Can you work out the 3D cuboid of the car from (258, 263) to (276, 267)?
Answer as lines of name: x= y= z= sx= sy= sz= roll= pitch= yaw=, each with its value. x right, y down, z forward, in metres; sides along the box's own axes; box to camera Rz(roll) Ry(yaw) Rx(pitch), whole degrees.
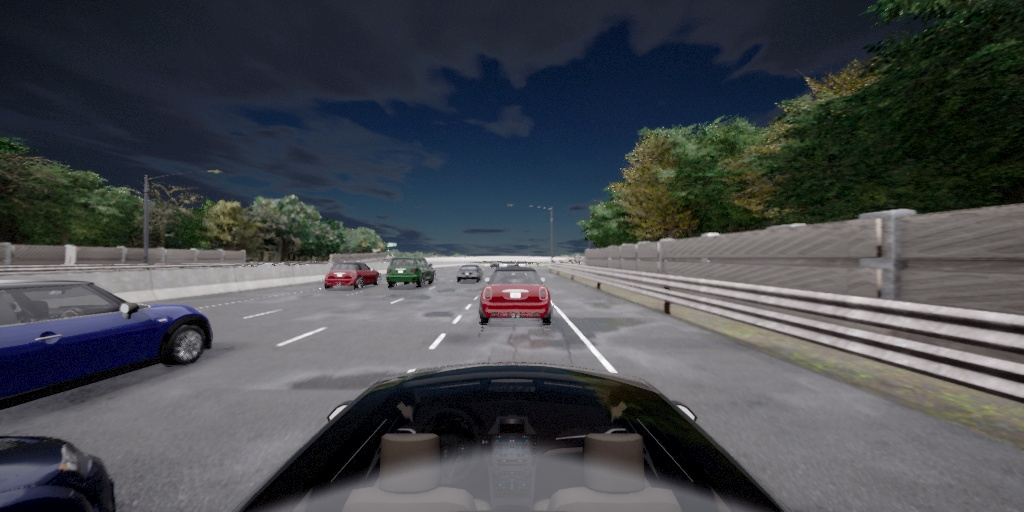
car: x=-28.003 y=1.538 z=41.459 sx=1.812 sy=1.442 sz=4.674 roll=0 pitch=0 yaw=0

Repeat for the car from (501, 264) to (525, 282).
car: x=0.098 y=1.472 z=31.655 sx=1.994 sy=1.385 sz=4.181 roll=0 pitch=0 yaw=0

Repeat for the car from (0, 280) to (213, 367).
car: x=-6.900 y=1.108 z=5.118 sx=2.097 sy=1.767 sz=4.553 roll=0 pitch=0 yaw=0

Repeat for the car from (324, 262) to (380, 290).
car: x=-10.402 y=1.208 z=23.768 sx=2.097 sy=1.767 sz=4.553 roll=0 pitch=0 yaw=0

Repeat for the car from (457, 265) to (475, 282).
car: x=-3.502 y=1.447 z=30.462 sx=2.033 sy=1.411 sz=5.357 roll=0 pitch=0 yaw=0

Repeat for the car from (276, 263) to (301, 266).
car: x=-24.503 y=1.636 z=41.429 sx=1.895 sy=1.301 sz=4.718 roll=0 pitch=0 yaw=0

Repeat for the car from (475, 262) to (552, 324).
car: x=0.099 y=1.136 z=12.197 sx=2.097 sy=1.767 sz=4.553 roll=0 pitch=0 yaw=0

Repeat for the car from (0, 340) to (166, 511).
car: x=-3.500 y=1.312 z=0.480 sx=1.994 sy=1.385 sz=4.181 roll=0 pitch=0 yaw=0

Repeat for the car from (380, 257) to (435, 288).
car: x=-6.901 y=1.086 z=24.904 sx=2.150 sy=2.045 sz=5.566 roll=0 pitch=0 yaw=0
